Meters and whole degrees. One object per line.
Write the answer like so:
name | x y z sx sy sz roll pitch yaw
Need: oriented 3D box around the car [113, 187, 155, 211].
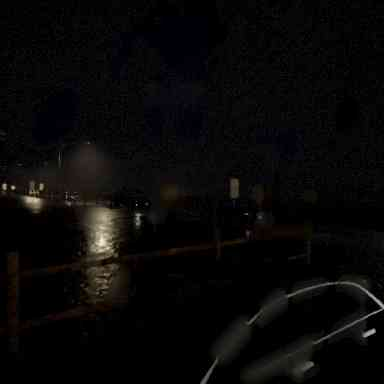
car | -5.599 0.625 31.725 2.150 2.045 5.566 1 2 -36

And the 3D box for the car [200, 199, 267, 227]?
car | 2.443 1.175 20.464 2.128 1.511 4.902 1 1 -35

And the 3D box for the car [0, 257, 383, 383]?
car | 0.373 1.524 3.218 4.892 1.490 1.837 0 0 -36

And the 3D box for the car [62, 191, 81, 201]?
car | -17.744 0.580 48.787 1.812 1.442 4.674 1 0 -35

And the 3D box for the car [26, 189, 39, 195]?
car | -39.924 0.062 84.156 1.882 1.535 5.008 1 0 -33
